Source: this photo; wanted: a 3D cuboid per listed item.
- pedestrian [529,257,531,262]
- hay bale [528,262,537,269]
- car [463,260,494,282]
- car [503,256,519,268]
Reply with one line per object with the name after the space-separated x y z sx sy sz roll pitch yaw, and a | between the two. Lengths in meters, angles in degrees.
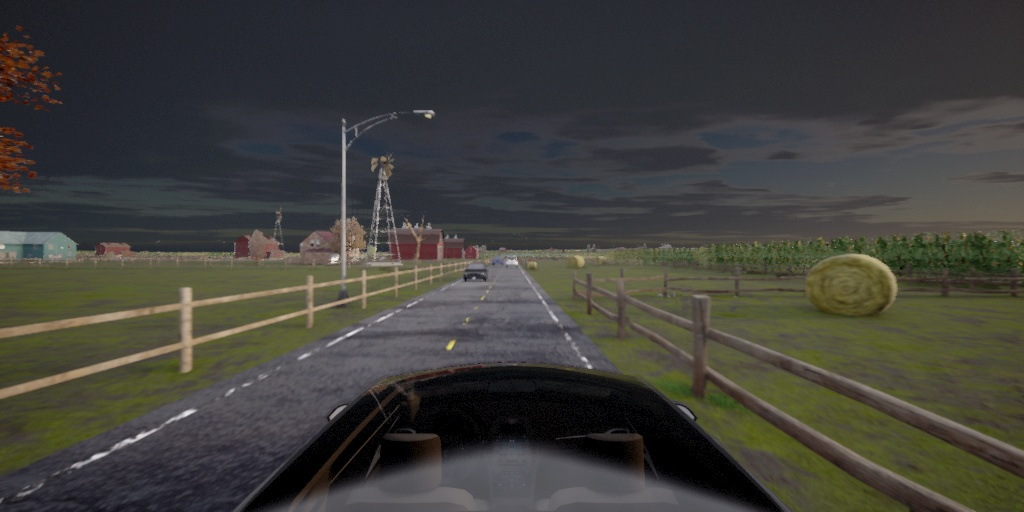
2.799 1.070 55.954 0.375 1.860 0.375 -1 1 4 | pedestrian
3.100 1.425 54.852 1.220 1.180 1.240 0 0 0 | hay bale
-2.861 1.298 29.657 2.033 1.411 5.357 0 0 0 | car
-0.028 1.005 63.413 2.150 2.045 5.566 0 0 0 | car
